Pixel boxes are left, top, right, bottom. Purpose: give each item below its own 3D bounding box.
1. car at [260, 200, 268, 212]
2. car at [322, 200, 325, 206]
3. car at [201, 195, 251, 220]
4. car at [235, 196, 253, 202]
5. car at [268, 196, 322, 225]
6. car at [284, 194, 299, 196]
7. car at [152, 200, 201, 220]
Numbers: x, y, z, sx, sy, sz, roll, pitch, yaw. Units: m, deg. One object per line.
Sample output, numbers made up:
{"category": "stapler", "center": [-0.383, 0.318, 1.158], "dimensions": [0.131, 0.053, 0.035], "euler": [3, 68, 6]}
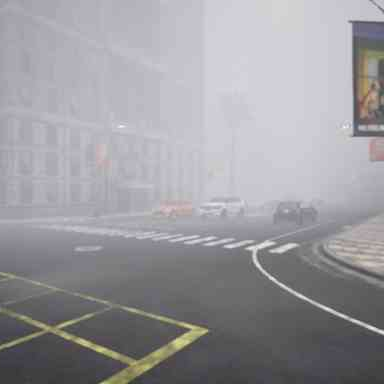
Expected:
{"category": "car", "center": [9.813, 1.601, 39.770], "dimensions": [2.128, 1.511, 4.902], "euler": [-1, 0, 36]}
{"category": "car", "center": [19.961, 1.656, 53.721], "dimensions": [2.033, 1.411, 5.357], "euler": [-1, 0, 36]}
{"category": "car", "center": [2.855, 1.330, 30.022], "dimensions": [2.150, 2.045, 5.566], "euler": [-1, 0, 35]}
{"category": "car", "center": [13.458, 1.835, 85.991], "dimensions": [4.181, 1.385, 1.994], "euler": [0, 0, 33]}
{"category": "car", "center": [7.709, 1.409, 24.594], "dimensions": [2.097, 1.767, 4.553], "euler": [-1, 0, 35]}
{"category": "car", "center": [15.949, 1.357, 54.180], "dimensions": [2.150, 2.045, 5.566], "euler": [-1, -1, 36]}
{"category": "car", "center": [-1.553, 1.486, 29.845], "dimensions": [2.097, 1.767, 4.553], "euler": [-1, 0, 35]}
